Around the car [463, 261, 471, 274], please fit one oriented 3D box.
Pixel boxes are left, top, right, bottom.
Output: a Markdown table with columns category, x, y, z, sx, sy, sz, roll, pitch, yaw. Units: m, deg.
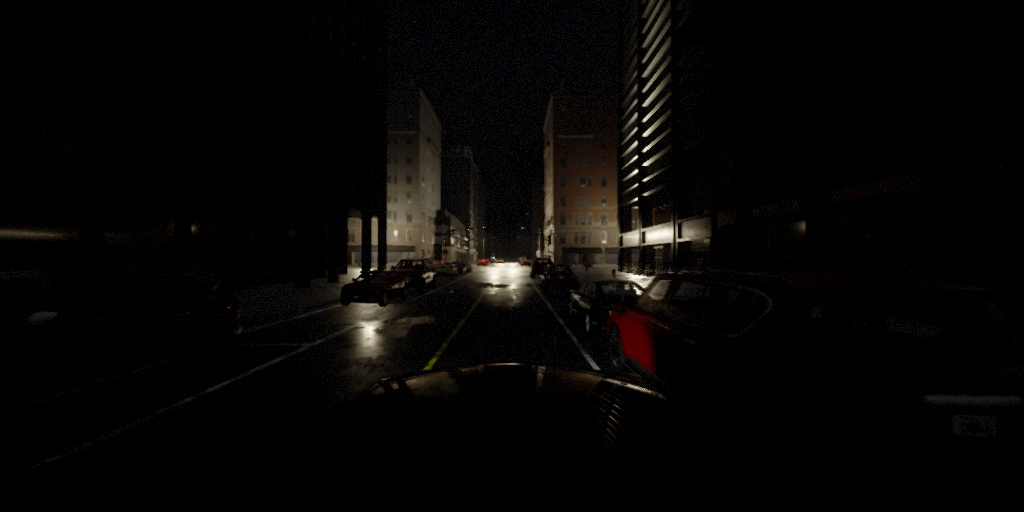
| category | x | y | z | sx | sy | sz | roll | pitch | yaw |
| --- | --- | --- | --- | --- | --- | --- | --- | --- | --- |
| car | -5.862 | 1.305 | 38.220 | 1.888 | 1.381 | 4.507 | 0 | 0 | 0 |

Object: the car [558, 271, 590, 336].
| category | x | y | z | sx | sy | sz | roll | pitch | yaw |
| --- | --- | --- | --- | --- | --- | --- | --- | --- | --- |
| car | 2.667 | 1.302 | 10.090 | 2.007 | 1.370 | 4.403 | 0 | 0 | 0 |

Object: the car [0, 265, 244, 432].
| category | x | y | z | sx | sy | sz | roll | pitch | yaw |
| --- | --- | --- | --- | --- | --- | --- | --- | --- | --- |
| car | -5.858 | 1.065 | 4.472 | 2.192 | 1.841 | 5.009 | 0 | 0 | 0 |

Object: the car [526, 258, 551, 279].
| category | x | y | z | sx | sy | sz | roll | pitch | yaw |
| --- | --- | --- | --- | --- | --- | --- | --- | --- | --- |
| car | 2.665 | 1.073 | 32.587 | 2.192 | 1.841 | 5.009 | 0 | 0 | 0 |

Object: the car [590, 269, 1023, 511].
| category | x | y | z | sx | sy | sz | roll | pitch | yaw |
| --- | --- | --- | --- | --- | --- | --- | --- | --- | --- |
| car | 2.668 | 1.065 | 4.466 | 2.192 | 1.841 | 5.009 | 0 | 0 | 0 |

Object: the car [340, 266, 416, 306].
| category | x | y | z | sx | sy | sz | roll | pitch | yaw |
| --- | --- | --- | --- | --- | --- | --- | --- | --- | --- |
| car | -5.859 | 1.298 | 15.721 | 1.888 | 1.381 | 4.507 | 0 | 0 | 0 |

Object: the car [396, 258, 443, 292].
| category | x | y | z | sx | sy | sz | roll | pitch | yaw |
| --- | --- | --- | --- | --- | --- | --- | --- | --- | --- |
| car | -5.860 | 1.069 | 21.346 | 2.192 | 1.841 | 5.009 | 0 | 0 | 0 |

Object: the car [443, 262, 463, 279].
| category | x | y | z | sx | sy | sz | roll | pitch | yaw |
| --- | --- | --- | --- | --- | --- | --- | --- | --- | --- |
| car | -5.861 | 1.284 | 32.425 | 1.751 | 1.417 | 4.829 | 0 | 0 | 0 |

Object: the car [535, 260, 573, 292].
| category | x | y | z | sx | sy | sz | roll | pitch | yaw |
| --- | --- | --- | --- | --- | --- | --- | --- | --- | --- |
| car | 2.666 | 1.194 | 21.338 | 1.967 | 1.591 | 4.097 | 0 | 0 | 0 |
